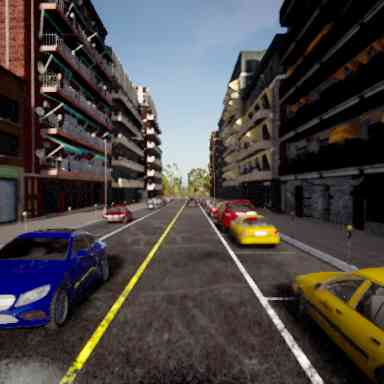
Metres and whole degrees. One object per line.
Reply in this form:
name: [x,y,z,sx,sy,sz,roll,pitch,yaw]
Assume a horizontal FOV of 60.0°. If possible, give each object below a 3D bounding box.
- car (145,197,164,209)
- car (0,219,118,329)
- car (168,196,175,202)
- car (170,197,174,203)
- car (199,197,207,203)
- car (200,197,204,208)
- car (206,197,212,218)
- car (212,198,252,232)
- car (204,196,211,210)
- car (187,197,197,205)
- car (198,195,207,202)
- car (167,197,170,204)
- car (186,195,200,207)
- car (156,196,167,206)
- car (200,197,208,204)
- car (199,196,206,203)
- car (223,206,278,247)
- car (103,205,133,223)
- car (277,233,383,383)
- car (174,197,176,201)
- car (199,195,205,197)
car: [-5.711,1.783,48.239,2.008,1.369,4.403,-1,0,0]
car: [-3.089,1.560,7.155,1.812,1.442,4.674,0,0,0]
car: [-5.718,1.968,92.262,1.752,1.417,4.829,-1,0,0]
car: [-5.715,1.915,75.859,2.008,1.369,4.403,-1,0,0]
car: [2.664,1.974,81.433,1.802,1.307,4.206,-1,0,0]
car: [2.669,1.784,48.288,2.008,1.369,4.403,-1,0,0]
car: [2.669,1.594,31.715,1.967,1.590,4.097,-1,0,0]
car: [2.674,1.416,20.668,2.192,1.841,5.009,-1,0,0]
car: [2.668,1.620,37.241,1.967,1.590,4.097,-1,0,0]
car: [-0.010,1.800,66.747,1.837,1.490,4.892,0,0,0]
car: [2.659,1.734,86.958,2.192,1.841,5.009,-1,0,0]
car: [-5.717,1.600,59.287,2.192,1.841,5.009,-1,0,0]
car: [-0.008,1.776,56.328,1.837,1.490,4.892,0,0,0]
car: [-5.712,1.809,53.762,2.008,1.369,4.403,-1,0,0]
car: [2.664,1.892,76.079,1.752,1.417,4.829,-1,0,0]
car: [2.668,1.826,53.812,1.947,1.339,4.313,-1,0,0]
car: [2.683,1.600,15.313,1.752,1.417,4.829,-1,0,0]
car: [-5.707,1.708,26.143,1.802,1.307,4.206,-1,0,0]
car: [2.642,1.547,4.265,1.752,1.417,4.829,-1,0,0]
car: [-5.717,1.962,86.907,1.887,1.381,4.507,-1,0,0]
car: [2.663,1.602,59.337,2.192,1.841,5.009,-1,0,0]
